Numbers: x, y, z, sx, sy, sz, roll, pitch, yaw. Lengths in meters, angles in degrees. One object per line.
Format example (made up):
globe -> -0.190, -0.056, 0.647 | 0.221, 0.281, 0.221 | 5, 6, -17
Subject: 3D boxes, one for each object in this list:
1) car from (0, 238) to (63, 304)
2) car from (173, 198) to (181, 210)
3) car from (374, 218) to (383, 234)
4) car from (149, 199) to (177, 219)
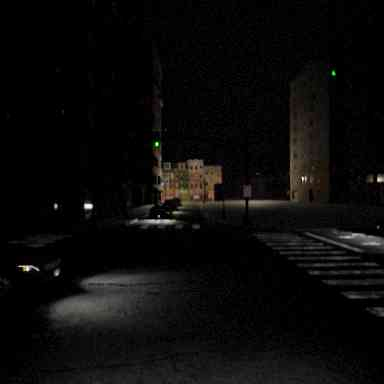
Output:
car -> -5.410, 1.559, 7.592 | 4.674, 1.442, 1.812 | 0, -1, 0
car -> -2.793, 1.709, 43.125 | 1.837, 1.490, 4.892 | 0, 0, 0
car -> 12.140, 1.578, 17.517 | 4.674, 1.442, 1.812 | 0, -1, 0
car -> -2.796, 1.686, 30.813 | 2.033, 1.411, 5.357 | 0, 0, 0
